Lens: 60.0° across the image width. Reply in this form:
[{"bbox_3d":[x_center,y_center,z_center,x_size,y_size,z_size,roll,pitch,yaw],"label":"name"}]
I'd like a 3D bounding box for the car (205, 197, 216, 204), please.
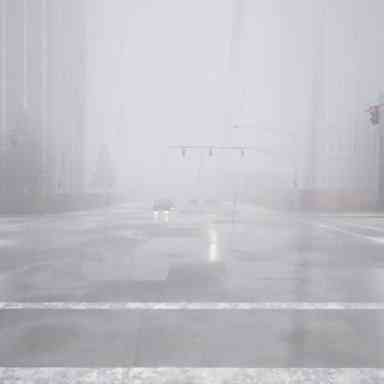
[{"bbox_3d":[3.535,1.601,64.979,1.895,1.301,4.718,0,0,0],"label":"car"}]

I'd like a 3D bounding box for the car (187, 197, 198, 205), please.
[{"bbox_3d":[0.133,1.601,60.456,1.895,1.301,4.718,0,0,0],"label":"car"}]

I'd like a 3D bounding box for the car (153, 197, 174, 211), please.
[{"bbox_3d":[-3.577,1.564,40.754,1.994,1.385,4.181,0,0,0],"label":"car"}]
